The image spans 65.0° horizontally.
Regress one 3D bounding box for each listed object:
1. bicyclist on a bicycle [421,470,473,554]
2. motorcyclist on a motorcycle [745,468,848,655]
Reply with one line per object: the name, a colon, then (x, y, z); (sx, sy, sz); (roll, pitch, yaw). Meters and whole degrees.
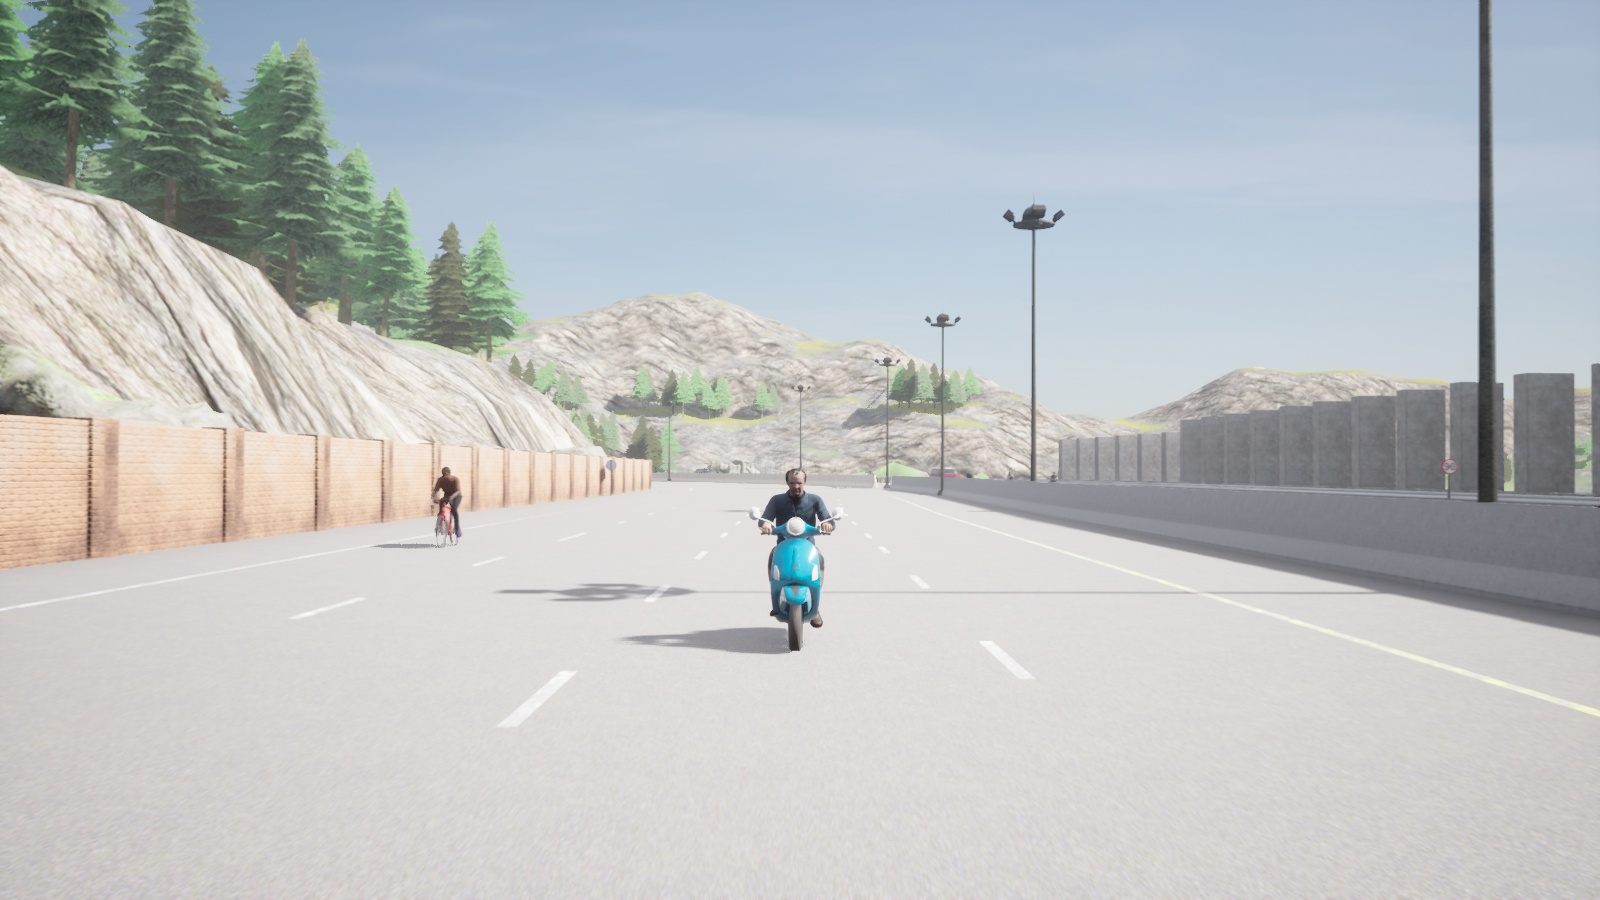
bicyclist on a bicycle: (-7.067, 1.217, 25.193); (0.582, 1.620, 1.656); (0, -1, 0)
motorcyclist on a motorcycle: (-0.031, 0.963, 11.610); (0.866, 1.590, 1.817); (0, -1, 0)
